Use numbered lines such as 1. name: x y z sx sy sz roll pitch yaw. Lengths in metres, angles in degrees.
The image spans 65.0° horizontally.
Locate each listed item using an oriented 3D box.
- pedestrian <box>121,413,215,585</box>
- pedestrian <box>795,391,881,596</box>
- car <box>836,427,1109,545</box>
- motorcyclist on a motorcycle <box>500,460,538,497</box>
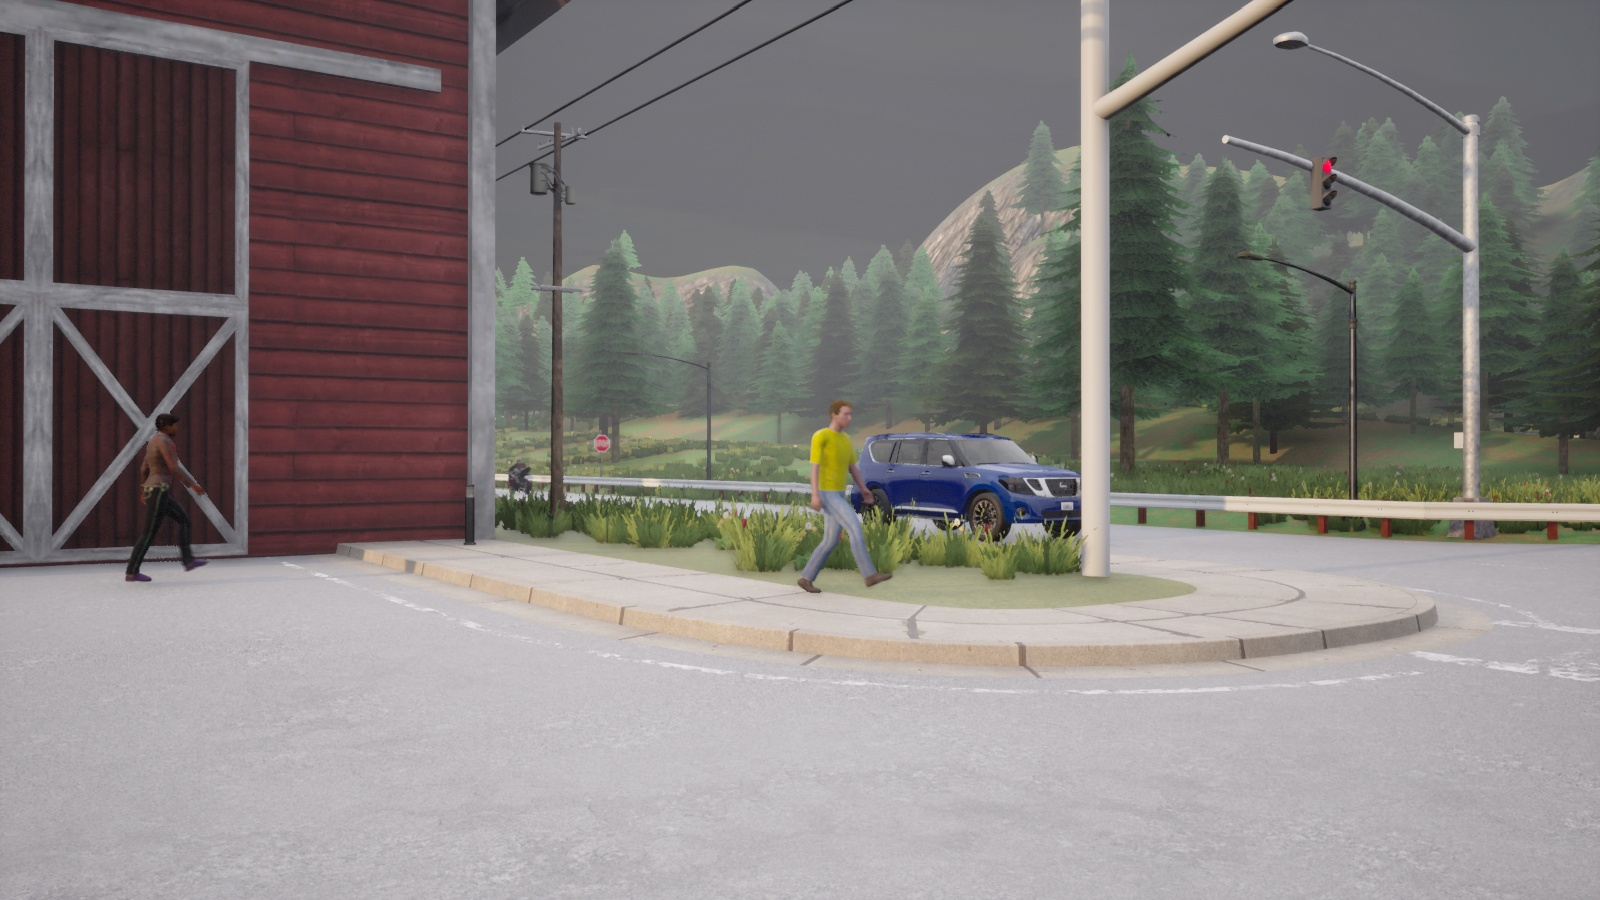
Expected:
1. pedestrian: -6.821 0.511 13.560 0.869 1.805 0.328 0 0 -37
2. pedestrian: 0.350 0.390 11.574 0.706 1.836 0.354 0 0 32
3. car: 3.205 0.646 24.696 2.150 2.045 5.566 0 0 -34
4. motorcyclist on a motorcycle: -12.033 1.214 53.748 0.866 1.530 2.191 0 0 -34
